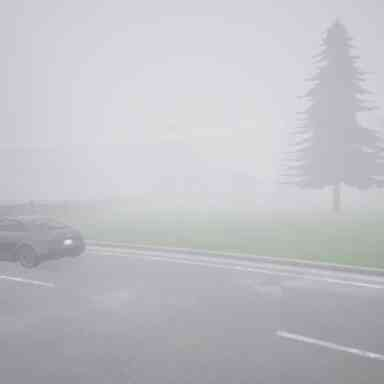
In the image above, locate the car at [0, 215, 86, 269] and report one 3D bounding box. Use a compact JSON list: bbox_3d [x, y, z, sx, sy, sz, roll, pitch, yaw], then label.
[{"bbox_3d":[-5.529,1.465,10.726,4.181,1.385,1.994,0,1,24],"label":"car"}]
